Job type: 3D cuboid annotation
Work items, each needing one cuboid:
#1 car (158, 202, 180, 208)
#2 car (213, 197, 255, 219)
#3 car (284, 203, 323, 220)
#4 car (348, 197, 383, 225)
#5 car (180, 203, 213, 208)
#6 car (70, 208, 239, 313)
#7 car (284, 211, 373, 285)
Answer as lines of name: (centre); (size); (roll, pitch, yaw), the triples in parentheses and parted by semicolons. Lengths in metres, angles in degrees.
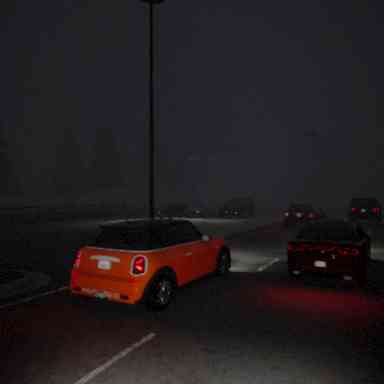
car: (-2.161, 1.893, 36.144); (2.128, 1.511, 4.902); (-1, -1, 31)
car: (4.658, 1.568, 33.922); (2.150, 2.045, 5.566); (-1, -1, 31)
car: (8.036, 1.569, 23.523); (2.097, 1.767, 4.553); (-1, -1, 30)
car: (13.603, 1.439, 26.107); (2.150, 2.045, 5.566); (-1, -1, 30)
car: (0.983, 1.895, 34.580); (1.812, 1.442, 4.674); (-1, -1, 31)
car: (-0.696, 1.446, 8.315); (2.097, 1.767, 4.553); (-1, -1, 28)
car: (4.246, 1.567, 10.015); (1.882, 1.535, 5.008); (-1, -1, 29)
